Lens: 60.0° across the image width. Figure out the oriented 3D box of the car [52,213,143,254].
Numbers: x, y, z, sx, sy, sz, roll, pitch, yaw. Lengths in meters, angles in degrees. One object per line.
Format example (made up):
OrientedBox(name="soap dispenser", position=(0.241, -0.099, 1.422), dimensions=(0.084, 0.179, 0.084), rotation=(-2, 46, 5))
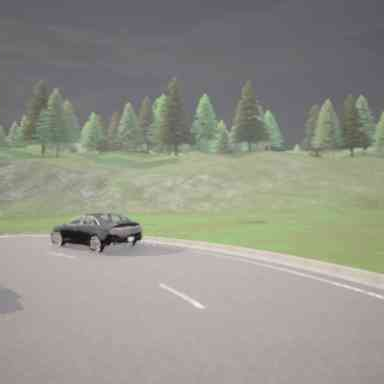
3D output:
OrientedBox(name="car", position=(-4.208, 1.648, 14.324), dimensions=(4.902, 1.511, 2.128), rotation=(-2, 0, 40))
